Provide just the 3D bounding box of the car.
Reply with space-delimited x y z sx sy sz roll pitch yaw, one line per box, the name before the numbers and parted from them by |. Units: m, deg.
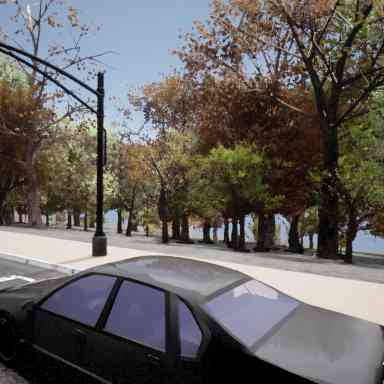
car | -0.551 1.547 4.071 5.357 1.411 2.033 0 0 35
